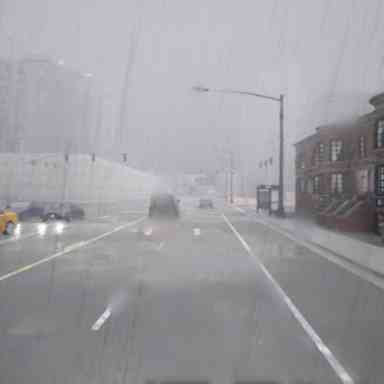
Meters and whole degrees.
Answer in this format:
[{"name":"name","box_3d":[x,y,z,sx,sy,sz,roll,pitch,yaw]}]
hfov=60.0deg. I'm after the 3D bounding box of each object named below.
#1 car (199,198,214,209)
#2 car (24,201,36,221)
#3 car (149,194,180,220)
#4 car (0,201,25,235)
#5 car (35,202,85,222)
[{"name":"car","box_3d":[1.996,1.524,47.118,2.128,1.511,4.902,1,0,2]},{"name":"car","box_3d":[-13.059,1.406,25.966,1.812,1.442,4.674,1,0,3]},{"name":"car","box_3d":[-2.285,1.207,28.154,2.150,2.045,5.566,1,0,1]},{"name":"car","box_3d":[-10.025,1.384,15.183,1.882,1.535,5.008,1,0,2]},{"name":"car","box_3d":[-9.601,1.478,25.056,1.994,1.385,4.181,1,0,2]}]
